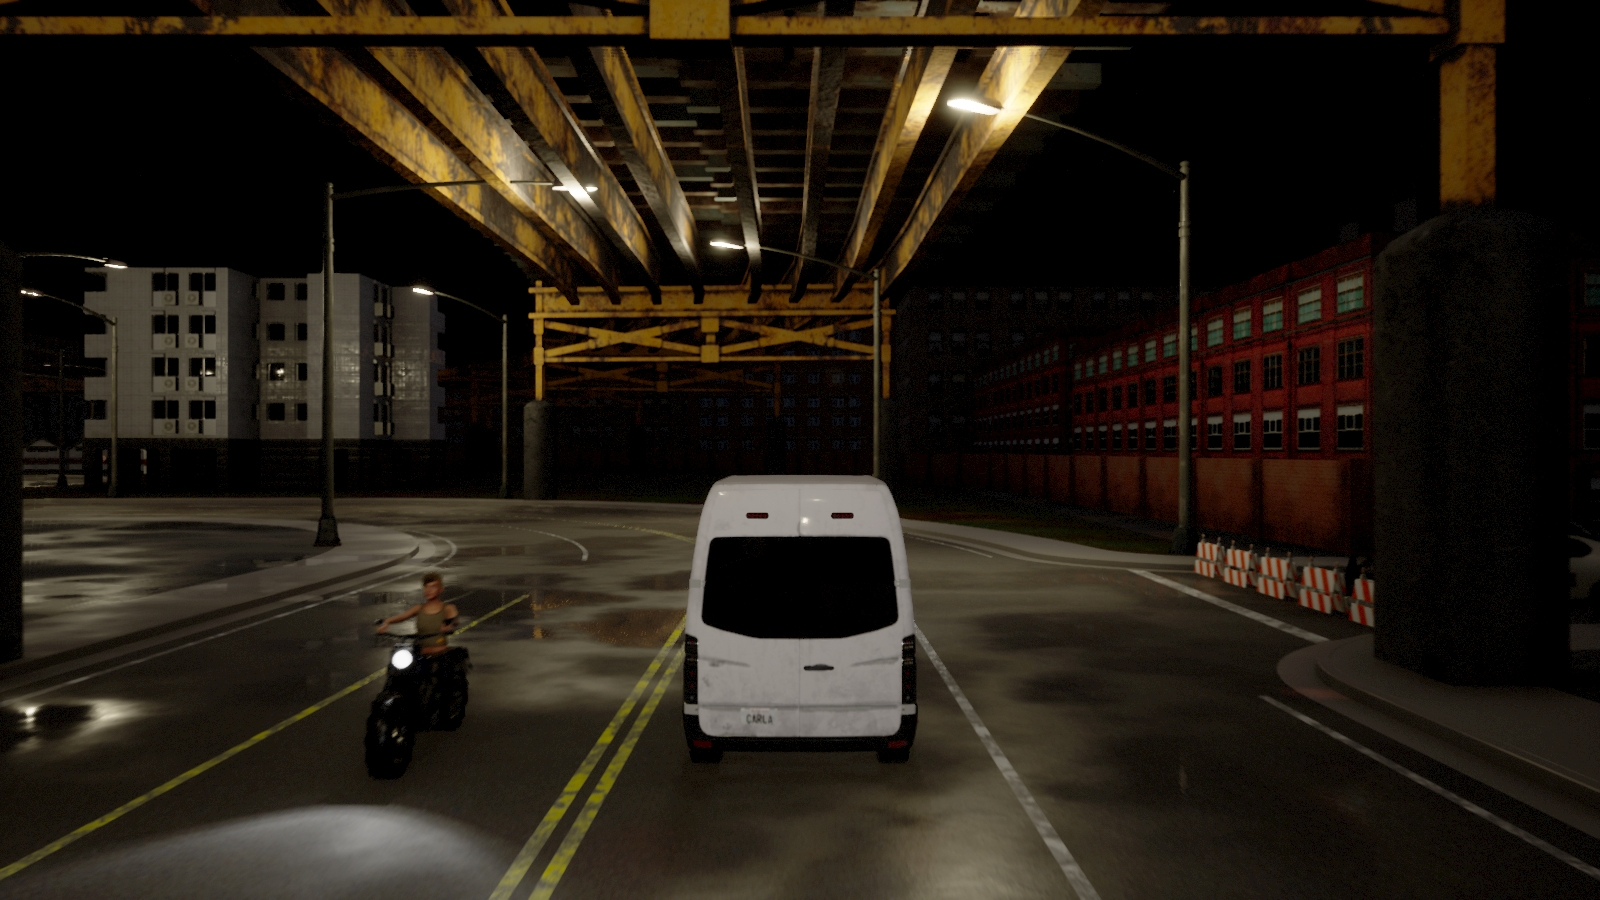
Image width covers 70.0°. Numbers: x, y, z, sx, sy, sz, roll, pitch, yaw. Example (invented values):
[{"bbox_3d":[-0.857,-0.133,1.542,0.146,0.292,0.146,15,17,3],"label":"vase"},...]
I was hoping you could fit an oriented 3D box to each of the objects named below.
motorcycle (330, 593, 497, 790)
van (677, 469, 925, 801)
[{"bbox_3d":[-3.508,2.142,10.619,0.764,1.332,2.356,0,0,0],"label":"motorcycle"},{"bbox_3d":[0.010,1.534,12.106,1.988,2.561,5.915,0,0,0],"label":"van"}]
